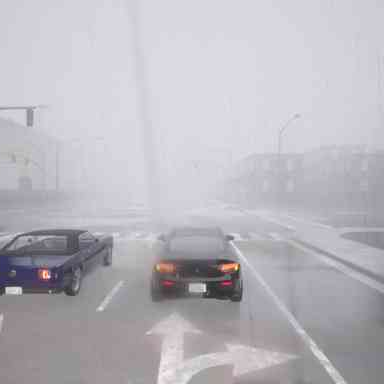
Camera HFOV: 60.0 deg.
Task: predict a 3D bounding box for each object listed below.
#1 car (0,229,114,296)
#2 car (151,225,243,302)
[{"bbox_3d":[-3.398,1.601,8.591,1.895,1.301,4.718,0,0,0],"label":"car"},{"bbox_3d":[0.100,1.526,8.158,1.812,1.442,4.674,0,0,0],"label":"car"}]
